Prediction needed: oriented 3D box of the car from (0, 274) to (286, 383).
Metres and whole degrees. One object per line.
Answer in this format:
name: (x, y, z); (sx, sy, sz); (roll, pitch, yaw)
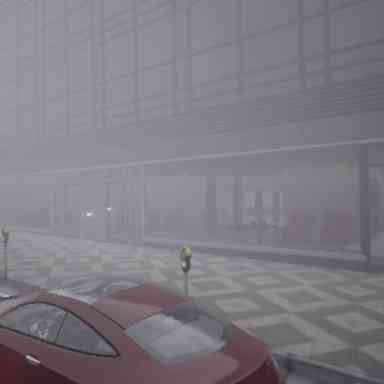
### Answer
car: (-1.123, 1.611, 3.655); (4.206, 1.307, 1.802); (-1, -1, 35)
